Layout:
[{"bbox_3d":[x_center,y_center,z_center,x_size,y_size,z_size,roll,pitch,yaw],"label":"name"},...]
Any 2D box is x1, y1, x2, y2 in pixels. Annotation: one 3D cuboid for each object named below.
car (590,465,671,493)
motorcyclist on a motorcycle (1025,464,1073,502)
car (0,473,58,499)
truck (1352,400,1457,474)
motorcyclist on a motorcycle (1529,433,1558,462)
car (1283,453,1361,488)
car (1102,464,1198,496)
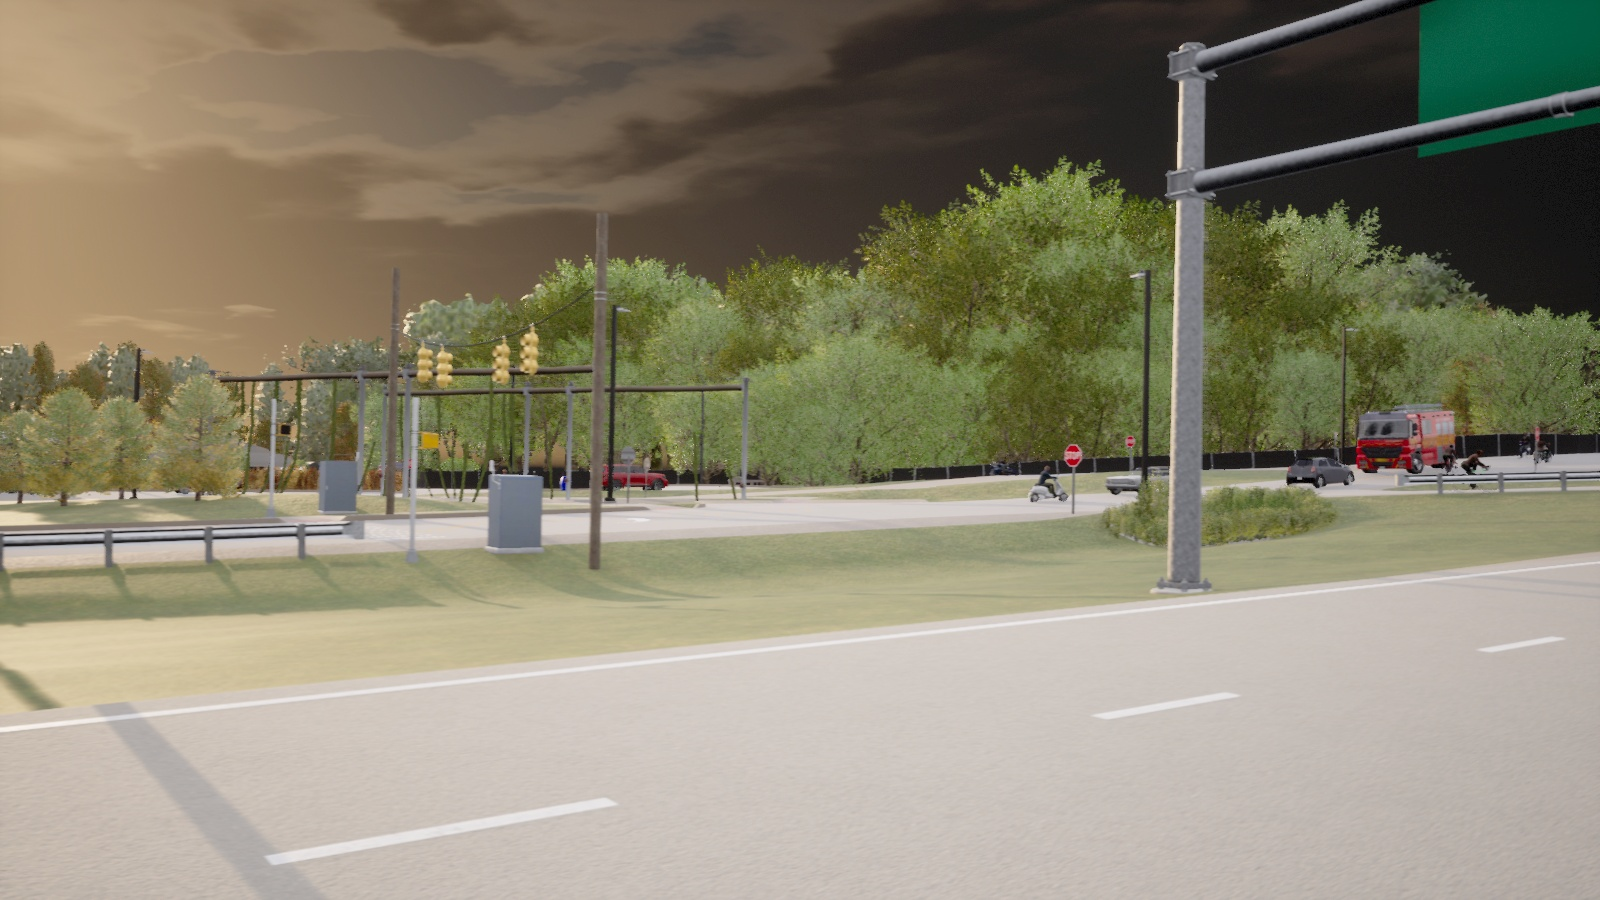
[{"bbox_3d":[-12.567,2.134,93.259,5.566,2.045,2.150,0,-1,-29],"label":"car"},{"bbox_3d":[10.703,1.422,53.993,1.817,1.590,0.866,-1,-1,-10],"label":"motorcyclist on a motorcycle"},{"bbox_3d":[-52.358,2.396,83.284,5.366,1.575,1.801,0,0,-30],"label":"car"},{"bbox_3d":[35.051,-0.802,72.601,2.891,3.827,8.468,-1,2,44],"label":"truck"},{"bbox_3d":[44.818,-0.176,75.710,2.350,1.649,0.766,-3,1,-41],"label":"motorcyclist on a motorcycle"},{"bbox_3d":[25.895,0.998,62.276,3.633,1.501,1.845,-3,1,-34],"label":"car"},{"bbox_3d":[16.744,1.392,60.050,4.718,1.301,1.895,-2,1,-36],"label":"car"}]
